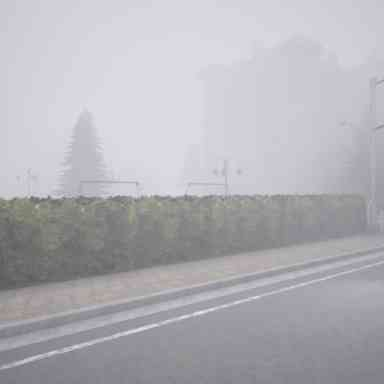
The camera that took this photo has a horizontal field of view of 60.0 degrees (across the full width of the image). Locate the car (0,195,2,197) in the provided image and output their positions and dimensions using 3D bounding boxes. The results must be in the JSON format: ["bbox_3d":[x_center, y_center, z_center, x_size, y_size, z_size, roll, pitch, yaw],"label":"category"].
[{"bbox_3d":[-40.256,1.374,67.276,3.633,1.501,1.845,0,0,-37],"label":"car"}]

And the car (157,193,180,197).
[{"bbox_3d":[-2.420,1.202,40.196,2.150,2.045,5.566,0,1,-37],"label":"car"}]
